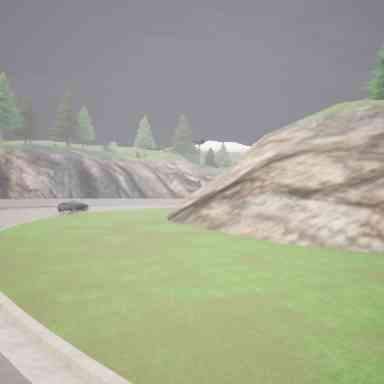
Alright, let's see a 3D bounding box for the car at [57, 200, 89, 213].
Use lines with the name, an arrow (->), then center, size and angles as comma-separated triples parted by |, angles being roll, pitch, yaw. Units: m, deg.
car -> -14.423, 1.756, 40.657 | 2.128, 1.511, 4.902 | 0, -1, 12
